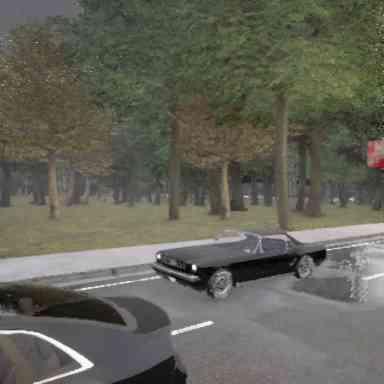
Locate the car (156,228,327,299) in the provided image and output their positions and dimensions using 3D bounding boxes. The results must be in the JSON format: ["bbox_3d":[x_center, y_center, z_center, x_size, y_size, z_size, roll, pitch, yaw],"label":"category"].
[{"bbox_3d":[1.371,1.647,8.651,4.718,1.301,1.895,1,0,-35],"label":"car"}]

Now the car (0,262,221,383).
[{"bbox_3d":[-2.316,1.498,2.035,4.892,1.490,1.837,1,0,-35],"label":"car"}]
